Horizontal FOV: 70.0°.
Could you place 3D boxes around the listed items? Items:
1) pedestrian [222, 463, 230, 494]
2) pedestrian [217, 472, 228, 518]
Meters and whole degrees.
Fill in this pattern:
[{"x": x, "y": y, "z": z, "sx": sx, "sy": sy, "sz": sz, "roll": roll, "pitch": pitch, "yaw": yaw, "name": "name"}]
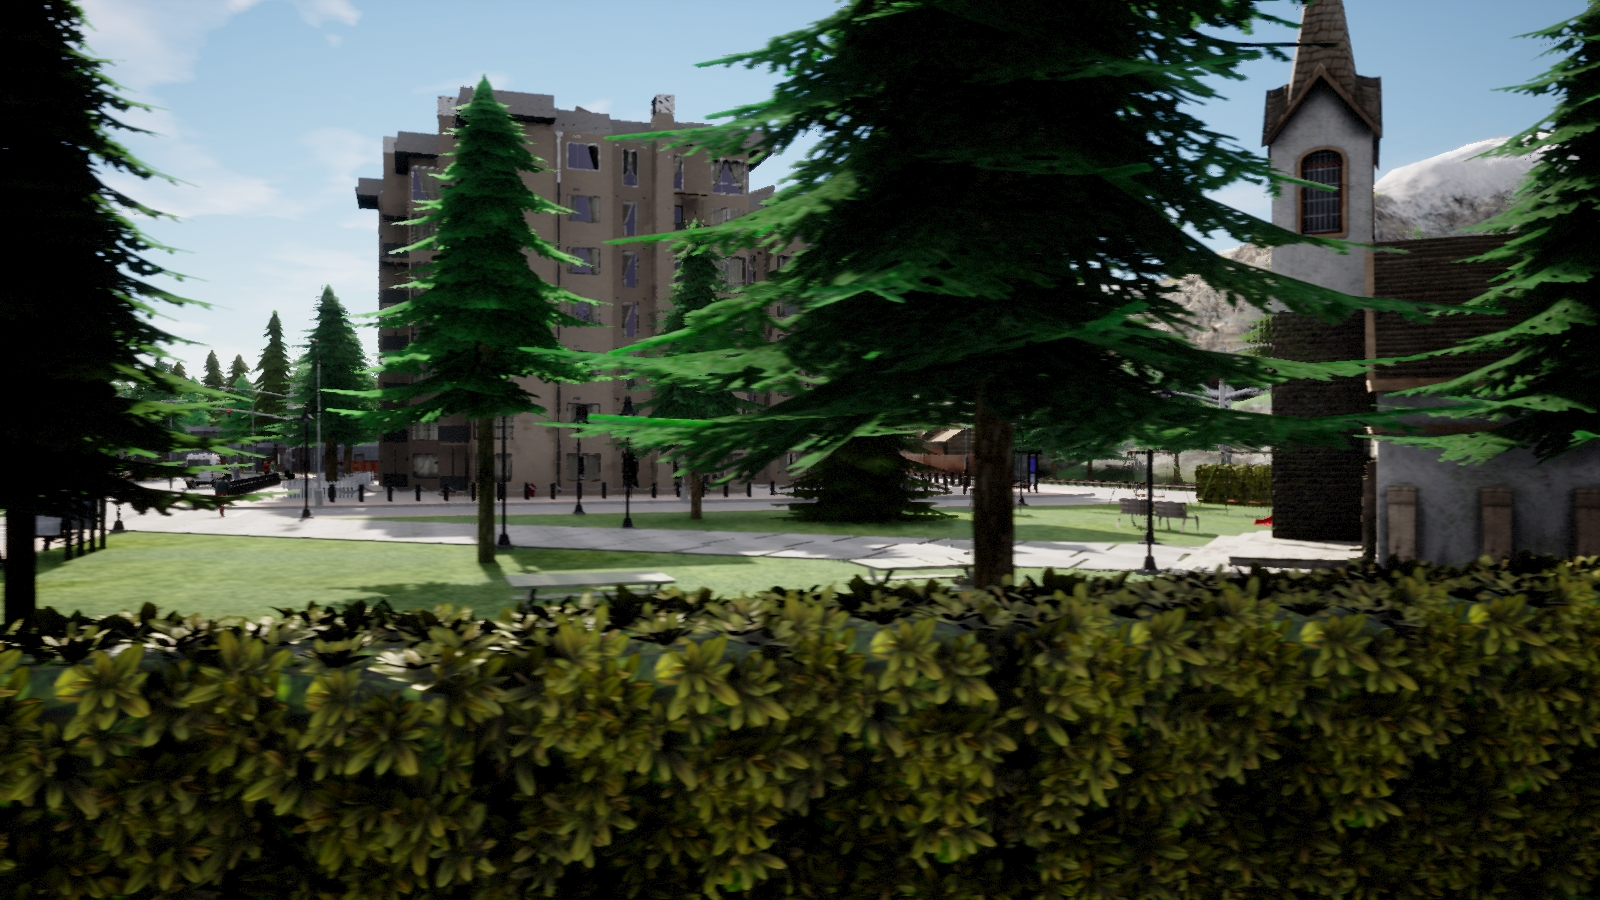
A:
[{"x": -34.674, "y": 1.697, "z": 69.049, "sx": 0.375, "sy": 1.860, "sz": 0.375, "roll": 0, "pitch": 0, "yaw": -18, "name": "pedestrian"}, {"x": -23.707, "y": 1.833, "z": 46.909, "sx": 0.375, "sy": 1.860, "sz": 0.375, "roll": 0, "pitch": 0, "yaw": -26, "name": "pedestrian"}]
